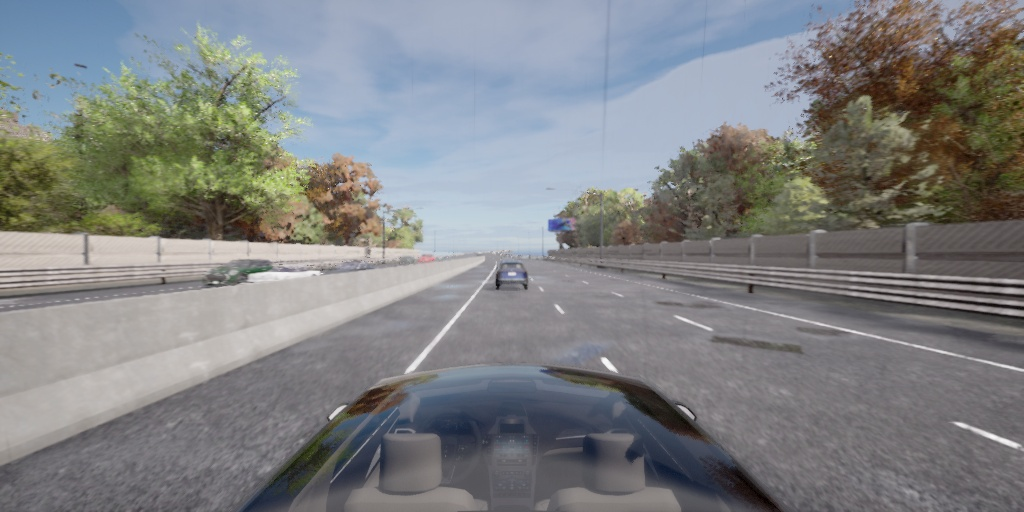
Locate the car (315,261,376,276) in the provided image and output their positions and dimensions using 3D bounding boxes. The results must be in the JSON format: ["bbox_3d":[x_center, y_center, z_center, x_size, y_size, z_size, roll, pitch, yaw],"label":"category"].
[{"bbox_3d":[-10.730,1.109,24.110,2.128,1.511,4.902,0,0,-1],"label":"car"}]

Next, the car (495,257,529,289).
[{"bbox_3d":[-0.023,1.048,22.041,2.033,1.649,4.856,0,0,-1],"label":"car"}]

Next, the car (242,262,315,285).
[{"bbox_3d":[-14.215,1.232,22.645,1.895,1.301,4.718,0,0,-1],"label":"car"}]

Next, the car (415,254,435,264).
[{"bbox_3d":[-15.081,0.581,63.527,2.150,2.045,5.566,0,0,-2],"label":"car"}]

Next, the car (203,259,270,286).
[{"bbox_3d":[-17.724,0.979,23.654,2.097,1.767,4.553,0,1,-1],"label":"car"}]
